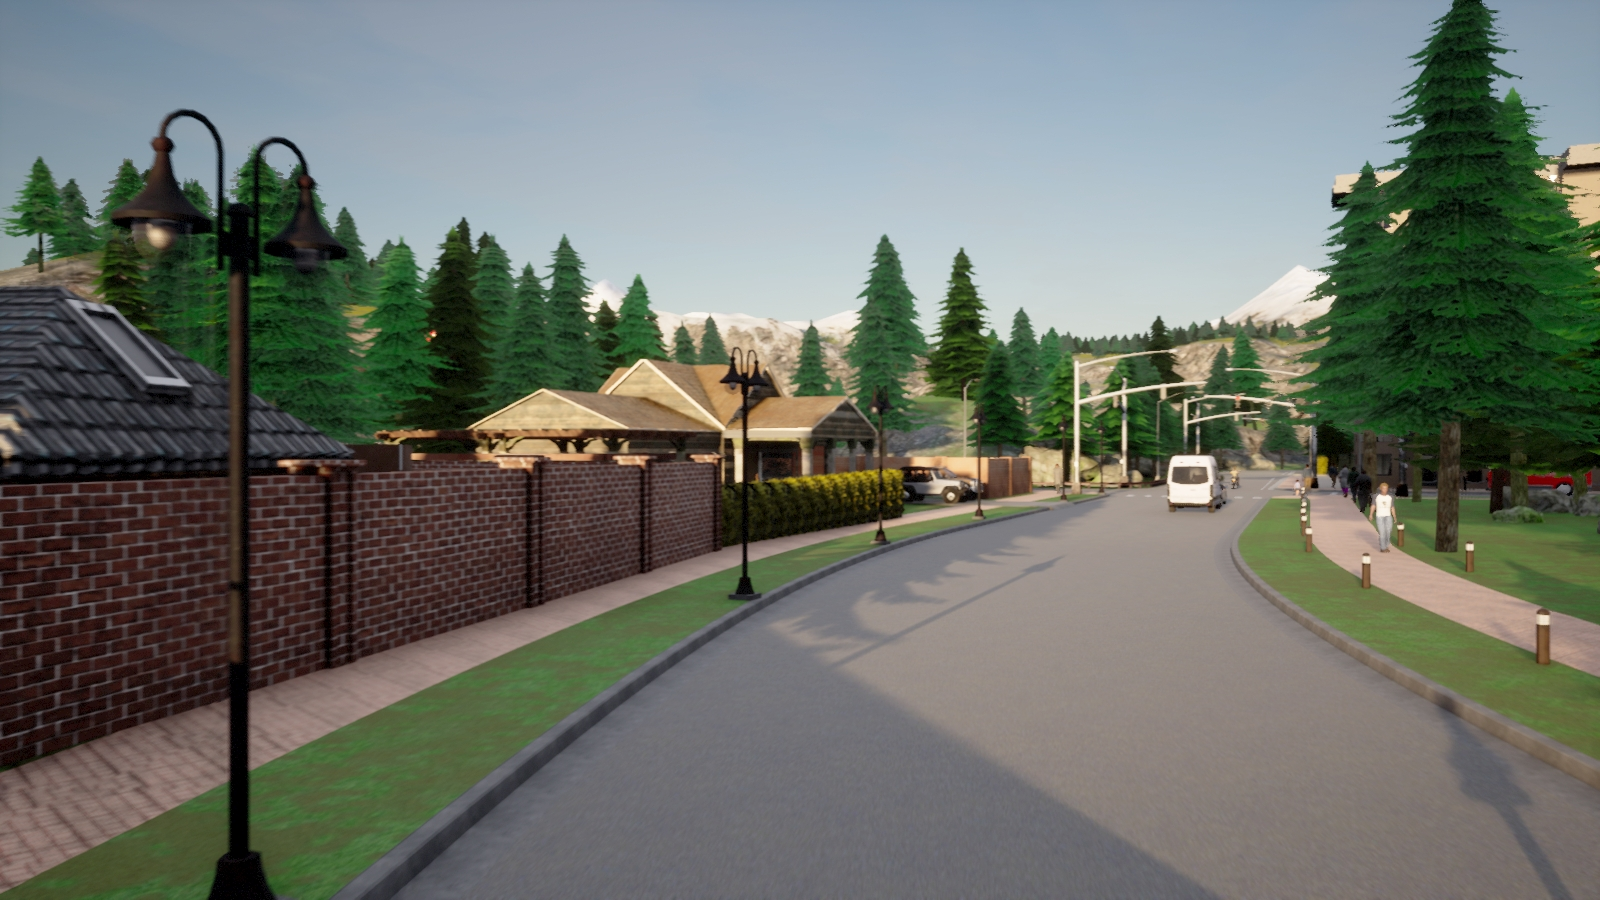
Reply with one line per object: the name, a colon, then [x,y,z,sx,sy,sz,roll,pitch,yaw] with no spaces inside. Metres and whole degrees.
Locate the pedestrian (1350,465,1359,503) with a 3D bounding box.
pedestrian: [27.532,1.675,56.758,0.375,1.860,0.375,0,0,20]

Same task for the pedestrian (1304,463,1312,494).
pedestrian: [30.074,1.692,67.668,0.375,1.860,0.375,0,0,14]

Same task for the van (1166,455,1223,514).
van: [18.357,1.510,53.002,1.988,2.561,5.915,0,0,24]

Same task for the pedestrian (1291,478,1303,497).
pedestrian: [29.463,2.214,67.727,0.500,1.100,0.500,0,0,-37]

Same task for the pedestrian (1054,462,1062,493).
pedestrian: [15.547,1.676,68.797,0.375,1.860,0.375,0,0,29]

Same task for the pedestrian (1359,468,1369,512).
pedestrian: [23.673,1.675,47.990,0.375,1.860,0.375,0,0,26]

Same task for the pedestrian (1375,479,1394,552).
pedestrian: [15.024,1.671,29.372,0.375,1.860,0.375,0,0,17]

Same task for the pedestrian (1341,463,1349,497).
pedestrian: [30.573,1.687,64.055,0.375,1.860,0.375,0,0,21]
